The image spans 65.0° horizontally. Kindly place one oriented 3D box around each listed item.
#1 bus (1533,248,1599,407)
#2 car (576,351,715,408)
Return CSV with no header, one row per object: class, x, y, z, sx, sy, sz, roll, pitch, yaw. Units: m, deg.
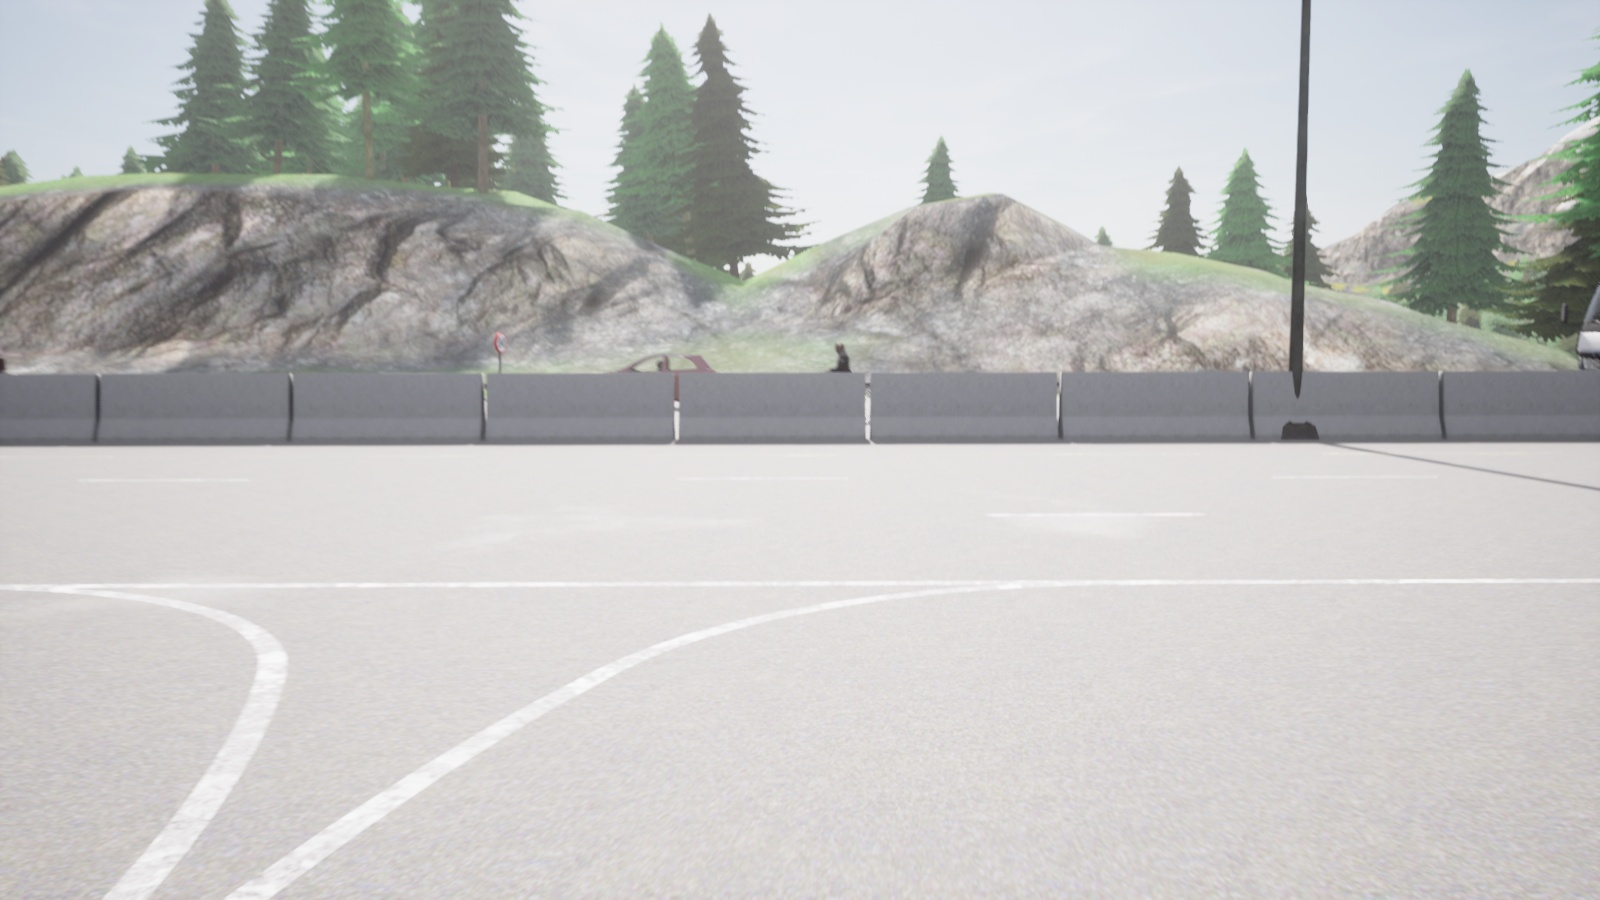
bus,26.588,-3.360,34.610,10.273,4.253,3.944,0,5,-1
car,-4.168,-1.947,34.421,3.633,1.501,1.845,0,5,-2
